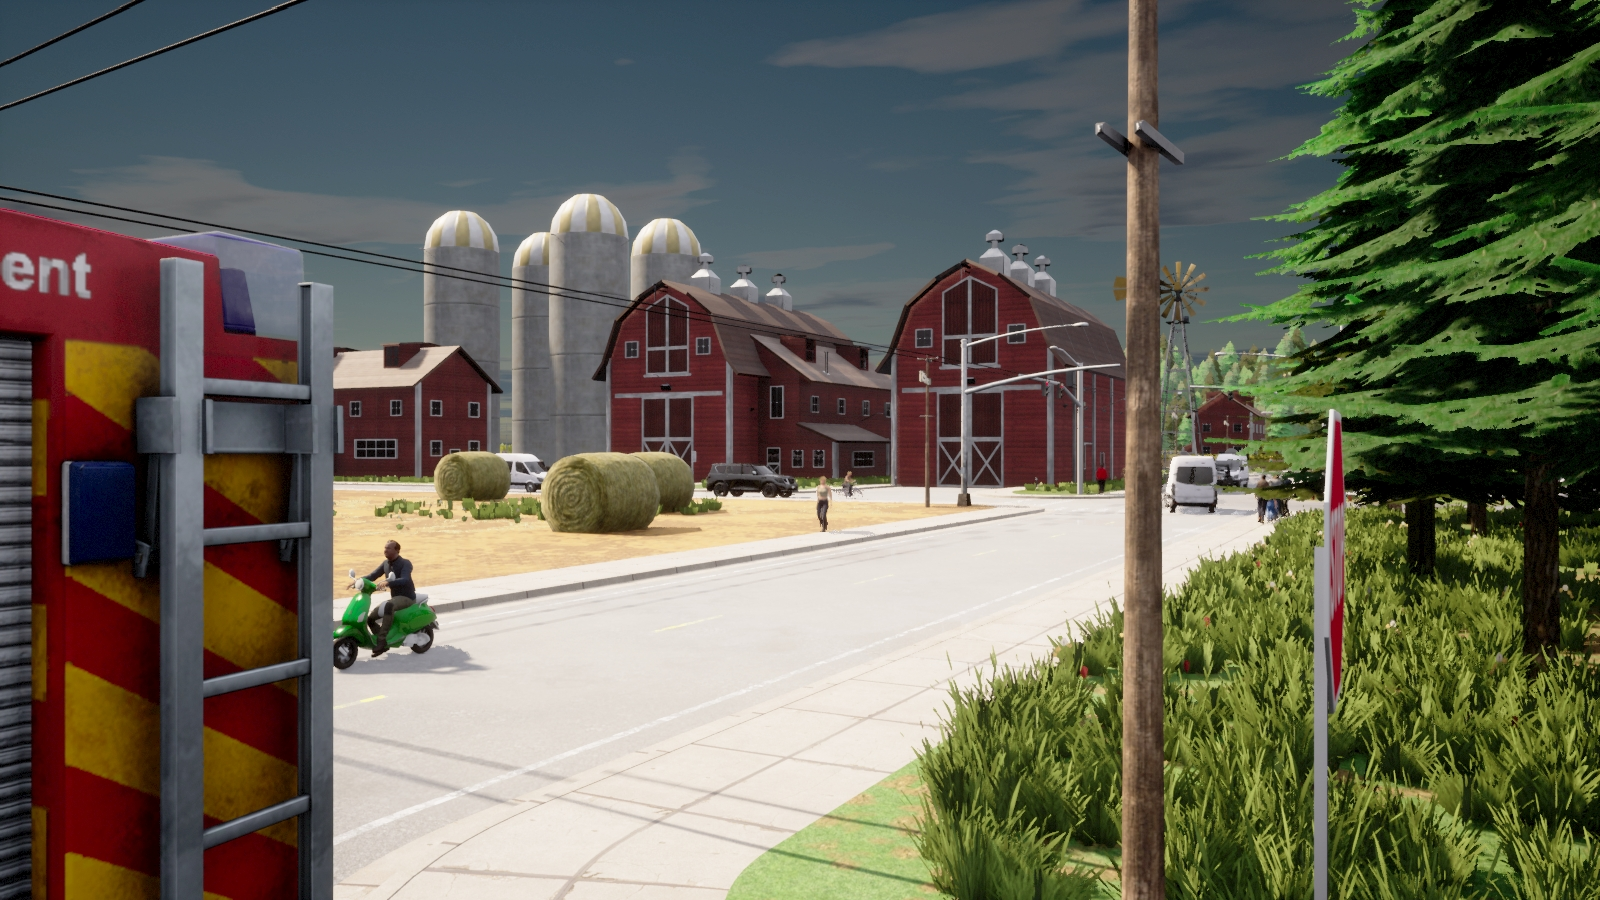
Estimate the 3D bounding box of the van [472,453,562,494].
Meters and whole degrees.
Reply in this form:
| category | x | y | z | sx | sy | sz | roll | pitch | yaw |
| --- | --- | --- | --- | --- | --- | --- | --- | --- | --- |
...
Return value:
| category | x | y | z | sx | sy | sz | roll | pitch | yaw |
| --- | --- | --- | --- | --- | --- | --- | --- | --- | --- |
| van | -18.656 | 1.495 | 75.244 | 5.915 | 2.561 | 1.988 | 0 | 1 | 27 |

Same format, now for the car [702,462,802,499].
| category | x | y | z | sx | sy | sz | roll | pitch | yaw |
| --- | --- | --- | --- | --- | --- | --- | --- | --- | --- |
| car | -2.845 | 1.753 | 67.104 | 5.566 | 2.045 | 2.150 | 0 | 0 | 27 |

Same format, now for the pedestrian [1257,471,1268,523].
| category | x | y | z | sx | sy | sz | roll | pitch | yaw |
| --- | --- | --- | --- | --- | --- | --- | --- | --- | --- |
| pedestrian | 16.700 | 1.695 | 41.237 | 0.375 | 1.860 | 0.375 | 0 | 0 | 21 |

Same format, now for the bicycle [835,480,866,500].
| category | x | y | z | sx | sy | sz | roll | pitch | yaw |
| --- | --- | --- | --- | --- | --- | --- | --- | --- | --- |
| bicycle | 2.845 | 2.223 | 64.161 | 1.487 | 1.080 | 0.859 | 0 | 0 | 27 |

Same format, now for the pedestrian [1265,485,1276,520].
| category | x | y | z | sx | sy | sz | roll | pitch | yaw |
| --- | --- | --- | --- | --- | --- | --- | --- | --- | --- |
| pedestrian | 17.682 | 1.976 | 42.927 | 0.375 | 1.300 | 0.375 | 0 | 0 | 23 |

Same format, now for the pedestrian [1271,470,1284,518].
| category | x | y | z | sx | sy | sz | roll | pitch | yaw |
| --- | --- | --- | --- | --- | --- | --- | --- | --- | --- |
| pedestrian | 18.554 | 1.694 | 44.384 | 0.375 | 1.860 | 0.375 | 0 | 0 | 41 |

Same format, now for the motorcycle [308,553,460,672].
| category | x | y | z | sx | sy | sz | roll | pitch | yaw |
| --- | --- | --- | --- | --- | --- | --- | --- | --- | --- |
| motorcycle | -5.563 | 2.142 | 15.392 | 0.856 | 1.316 | 1.805 | 0 | 0 | 28 |

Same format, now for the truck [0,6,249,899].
| category | x | y | z | sx | sy | sz | roll | pitch | yaw |
| --- | --- | --- | --- | --- | --- | --- | --- | --- | --- |
| truck | -6.104 | 0.866 | 3.615 | 8.468 | 3.827 | 2.891 | 0 | 0 | 22 |

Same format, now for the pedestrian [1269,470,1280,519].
| category | x | y | z | sx | sy | sz | roll | pitch | yaw |
| --- | --- | --- | --- | --- | --- | --- | --- | --- | --- |
| pedestrian | 18.182 | 1.694 | 43.754 | 0.375 | 1.860 | 0.375 | 0 | 0 | 22 |

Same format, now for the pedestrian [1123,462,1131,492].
| category | x | y | z | sx | sy | sz | roll | pitch | yaw |
| --- | --- | --- | --- | --- | --- | --- | --- | --- | --- |
| pedestrian | 20.644 | 1.696 | 72.220 | 0.375 | 1.860 | 0.375 | 0 | 0 | 35 |

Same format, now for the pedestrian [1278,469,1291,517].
| category | x | y | z | sx | sy | sz | roll | pitch | yaw |
| --- | --- | --- | --- | --- | --- | --- | --- | --- | --- |
| pedestrian | 19.170 | 1.694 | 45.176 | 0.375 | 1.860 | 0.375 | 0 | 0 | 41 |

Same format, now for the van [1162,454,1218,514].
| category | x | y | z | sx | sy | sz | roll | pitch | yaw |
| --- | --- | --- | --- | --- | --- | --- | --- | --- | --- |
| van | 18.330 | 1.524 | 53.907 | 1.988 | 2.561 | 5.915 | 1 | 0 | 14 |

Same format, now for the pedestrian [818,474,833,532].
| category | x | y | z | sx | sy | sz | roll | pitch | yaw |
| --- | --- | --- | --- | --- | --- | --- | --- | --- | --- |
| pedestrian | 0.814 | 1.694 | 36.762 | 0.375 | 1.860 | 0.375 | 0 | 0 | 25 |

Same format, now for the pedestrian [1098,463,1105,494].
| category | x | y | z | sx | sy | sz | roll | pitch | yaw |
| --- | --- | --- | --- | --- | --- | --- | --- | --- | --- |
| pedestrian | 18.198 | 1.696 | 68.946 | 0.375 | 1.860 | 0.375 | 0 | 0 | 26 |
